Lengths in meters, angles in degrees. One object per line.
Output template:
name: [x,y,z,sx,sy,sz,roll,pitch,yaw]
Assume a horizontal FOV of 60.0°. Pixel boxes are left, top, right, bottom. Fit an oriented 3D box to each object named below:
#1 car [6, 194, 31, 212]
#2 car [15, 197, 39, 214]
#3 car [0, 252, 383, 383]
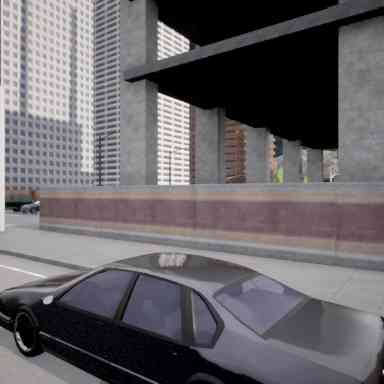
car: [-19.885,1.221,35.634,2.150,2.045,5.566,0,0,36]
car: [-15.744,1.526,35.357,1.812,1.442,4.674,0,0,36]
car: [-0.417,1.547,4.288,5.357,1.411,2.033,0,0,35]
